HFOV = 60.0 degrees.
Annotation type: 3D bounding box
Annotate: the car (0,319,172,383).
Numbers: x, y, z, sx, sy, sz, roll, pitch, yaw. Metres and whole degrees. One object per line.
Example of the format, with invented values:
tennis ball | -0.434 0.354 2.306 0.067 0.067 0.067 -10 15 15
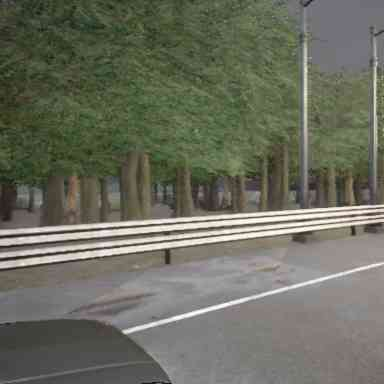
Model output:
car | -2.673 1.559 1.826 5.357 1.411 2.033 -1 1 -35
